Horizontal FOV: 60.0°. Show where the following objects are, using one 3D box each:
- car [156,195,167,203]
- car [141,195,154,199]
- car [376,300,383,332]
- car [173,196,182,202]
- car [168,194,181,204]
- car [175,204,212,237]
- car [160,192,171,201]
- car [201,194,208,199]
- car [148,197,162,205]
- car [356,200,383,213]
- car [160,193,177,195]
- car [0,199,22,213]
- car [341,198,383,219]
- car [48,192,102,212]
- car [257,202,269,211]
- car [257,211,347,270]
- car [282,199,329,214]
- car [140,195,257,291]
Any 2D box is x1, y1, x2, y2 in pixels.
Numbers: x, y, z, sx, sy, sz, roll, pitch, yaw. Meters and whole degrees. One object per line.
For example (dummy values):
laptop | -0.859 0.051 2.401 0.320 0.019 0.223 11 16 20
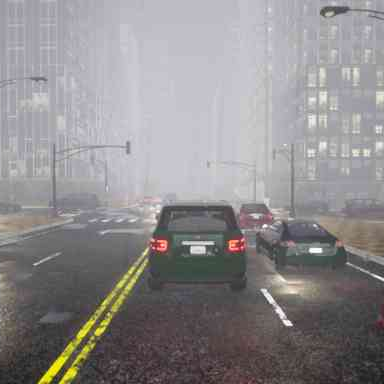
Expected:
car | -6.343 1.412 69.161 1.882 1.535 5.008 0 0 0
car | -6.510 1.312 49.917 2.097 1.767 4.553 0 0 1
car | 3.355 1.600 2.244 1.895 1.301 4.718 0 0 0
car | -3.088 1.526 71.563 1.895 1.301 4.718 0 0 0
car | -3.174 1.297 61.510 2.097 1.767 4.553 0 0 0
car | 0.139 1.514 18.824 1.812 1.442 4.674 0 0 2
car | -6.319 1.144 79.731 2.150 2.045 5.566 0 0 0
car | 3.459 1.209 91.591 1.882 1.535 5.008 0 0 0
car | -6.439 1.549 58.907 1.895 1.301 4.718 0 0 0
car | 21.897 1.638 38.628 4.829 1.417 1.752 1 0 1
car | -3.246 1.179 51.699 2.150 2.045 5.566 0 0 -1
car | -19.565 1.401 33.615 4.181 1.385 1.994 1 1 1
car | 16.269 1.515 30.355 5.009 1.841 2.192 1 0 1
car | -12.816 1.067 36.663 5.566 2.045 2.150 1 1 1
car | 3.394 1.340 19.683 2.097 1.767 4.553 0 0 0
car | 3.375 1.558 11.069 1.994 1.385 4.181 0 0 0
car | 12.319 1.575 36.216 4.892 1.490 1.837 0 1 1
car | 0.122 1.216 9.142 2.150 2.045 5.566 0 0 0
